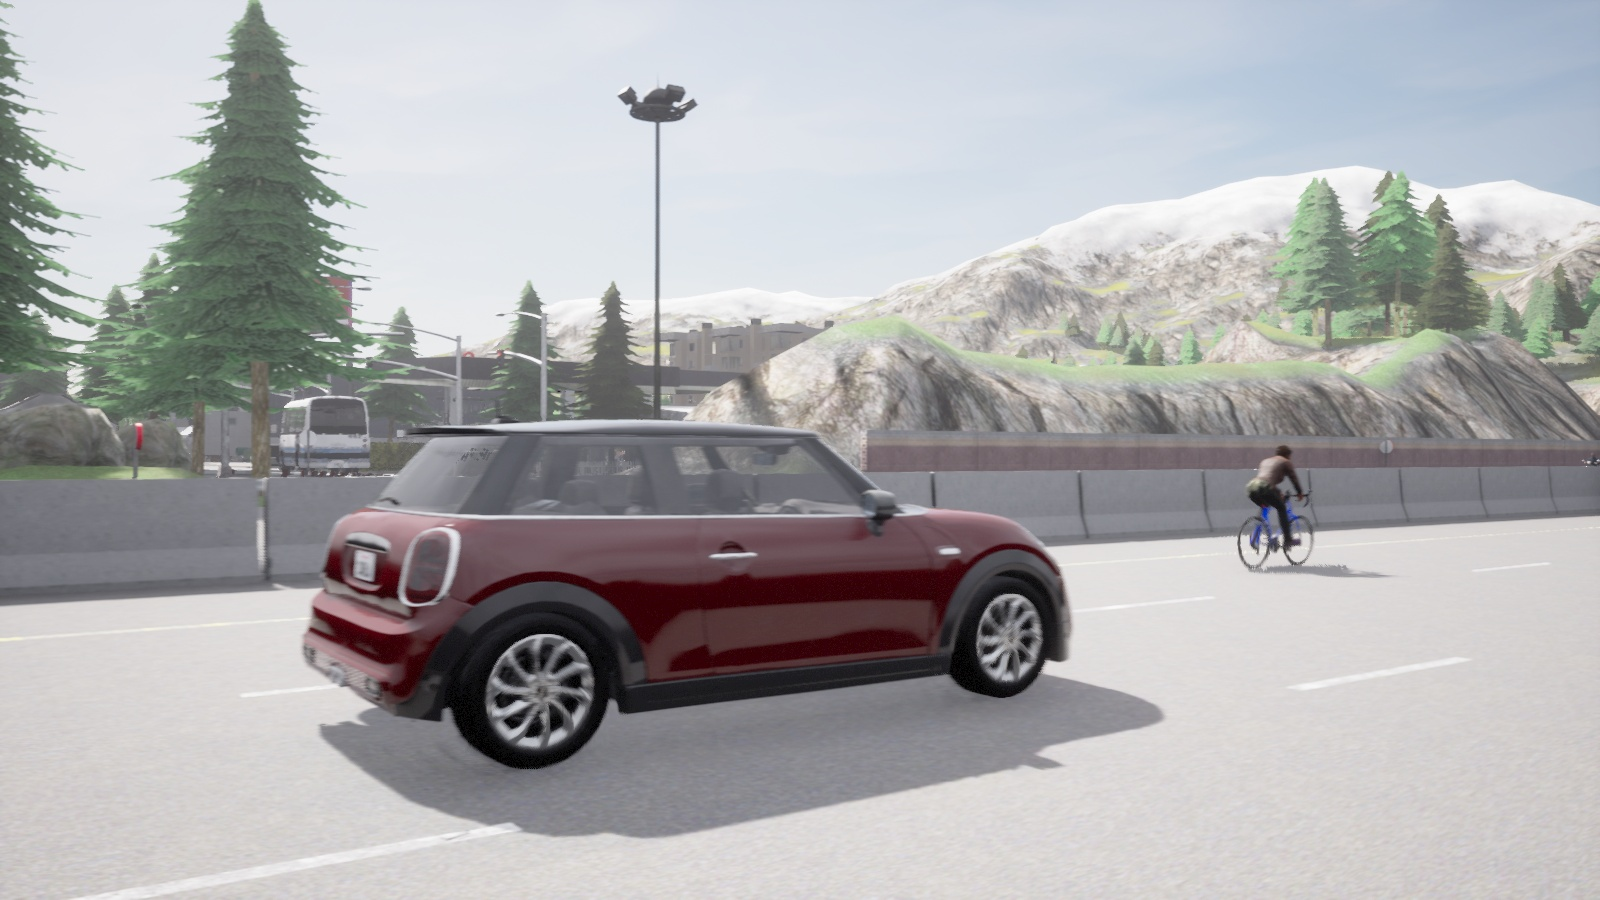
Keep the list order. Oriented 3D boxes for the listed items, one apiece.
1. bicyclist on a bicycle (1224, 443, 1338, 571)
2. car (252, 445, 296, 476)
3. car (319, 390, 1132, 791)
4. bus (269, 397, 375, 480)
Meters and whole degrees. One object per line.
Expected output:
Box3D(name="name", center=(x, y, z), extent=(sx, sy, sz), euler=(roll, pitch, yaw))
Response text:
Box3D(name="bicyclist on a bicycle", center=(6.378, 0.725, 16.626), extent=(1.656, 1.620, 0.582), euler=(0, 0, -35))
Box3D(name="car", center=(-34.423, 0.653, 82.132), extent=(1.905, 1.878, 3.866), euler=(0, 2, -35))
Box3D(name="car", center=(-0.313, 0.623, 7.705), extent=(4.553, 1.767, 2.097), euler=(0, 0, -35))
Box3D(name="bus", center=(-26.665, -0.597, 69.671), extent=(3.944, 4.253, 10.273), euler=(0, 0, -30))
